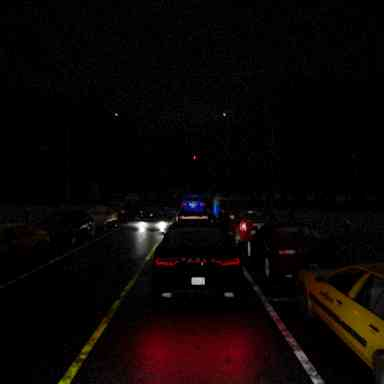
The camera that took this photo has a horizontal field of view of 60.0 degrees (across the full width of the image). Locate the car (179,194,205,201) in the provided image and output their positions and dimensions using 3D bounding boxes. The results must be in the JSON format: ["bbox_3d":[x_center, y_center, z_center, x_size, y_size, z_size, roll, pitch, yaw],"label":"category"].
[{"bbox_3d":[0.018,1.222,29.369,2.150,2.045,5.566,0,0,-2],"label":"car"}]

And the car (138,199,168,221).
[{"bbox_3d":[-3.024,1.508,27.149,1.837,1.490,4.892,0,-1,0],"label":"car"}]

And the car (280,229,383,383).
[{"bbox_3d":[2.759,1.525,4.511,1.752,1.417,4.829,0,0,0],"label":"car"}]

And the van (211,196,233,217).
[{"bbox_3d":[2.754,1.342,31.530,1.690,1.788,3.998,0,0,0],"label":"van"}]

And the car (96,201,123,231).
[{"bbox_3d":[-5.769,1.525,20.483,1.752,1.417,4.829,0,0,0],"label":"car"}]

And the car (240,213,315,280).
[{"bbox_3d":[2.758,1.544,9.779,1.887,1.381,4.507,0,0,0],"label":"car"}]

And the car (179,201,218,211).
[{"bbox_3d":[0.093,1.491,19.001,2.128,1.511,4.902,0,0,0],"label":"car"}]

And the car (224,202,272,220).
[{"bbox_3d":[2.757,1.439,15.217,1.967,1.590,4.097,0,0,0],"label":"car"}]

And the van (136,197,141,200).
[{"bbox_3d":[-5.771,1.342,31.528,1.690,1.788,3.998,0,0,0],"label":"van"}]

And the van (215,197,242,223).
[{"bbox_3d":[2.755,1.341,26.092,1.690,1.788,3.998,0,0,0],"label":"van"}]

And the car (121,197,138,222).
[{"bbox_3d":[-5.770,1.441,26.090,1.967,1.590,4.097,0,0,0],"label":"car"}]

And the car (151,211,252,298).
[{"bbox_3d":[0.093,1.477,8.558,1.882,1.535,5.008,0,0,0],"label":"car"}]

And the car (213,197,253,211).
[{"bbox_3d":[2.756,1.315,20.654,2.192,1.841,5.009,0,0,0],"label":"car"}]

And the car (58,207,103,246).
[{"bbox_3d":[-5.768,1.565,15.215,1.947,1.339,4.313,0,0,0],"label":"car"}]

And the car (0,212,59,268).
[{"bbox_3d":[-5.767,1.524,9.608,1.752,1.417,4.829,0,0,0],"label":"car"}]
